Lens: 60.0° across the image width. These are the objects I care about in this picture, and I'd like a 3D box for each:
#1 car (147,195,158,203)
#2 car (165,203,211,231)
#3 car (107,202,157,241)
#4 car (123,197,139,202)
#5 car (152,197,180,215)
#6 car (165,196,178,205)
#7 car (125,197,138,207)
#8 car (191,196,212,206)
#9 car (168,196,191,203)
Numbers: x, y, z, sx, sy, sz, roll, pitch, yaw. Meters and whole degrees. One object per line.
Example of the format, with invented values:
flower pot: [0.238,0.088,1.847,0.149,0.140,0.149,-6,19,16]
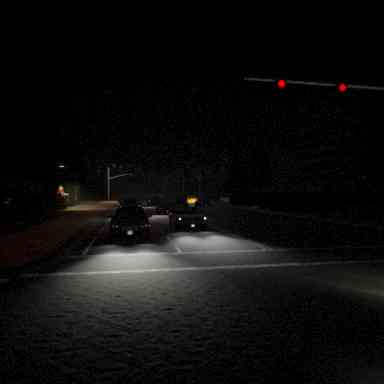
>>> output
car: [-6.064,1.354,52.915,2.097,1.767,4.553,0,0,-10]
car: [-0.343,1.600,20.989,1.895,1.301,4.718,0,0,-10]
car: [-3.115,1.491,16.738,2.128,1.511,4.902,0,0,-11]
car: [-5.888,1.351,31.900,2.097,1.767,4.553,0,0,-10]
car: [-2.719,1.526,34.030,1.812,1.442,4.674,0,1,-10]
car: [-3.691,1.503,59.412,1.837,1.490,4.892,0,0,-10]
car: [-9.471,1.519,52.076,1.837,1.490,4.892,0,0,-10]
car: [1.641,1.599,49.981,1.895,1.301,4.718,0,0,-10]
car: [-1.870,1.351,49.743,2.097,1.767,4.553,0,0,-10]
